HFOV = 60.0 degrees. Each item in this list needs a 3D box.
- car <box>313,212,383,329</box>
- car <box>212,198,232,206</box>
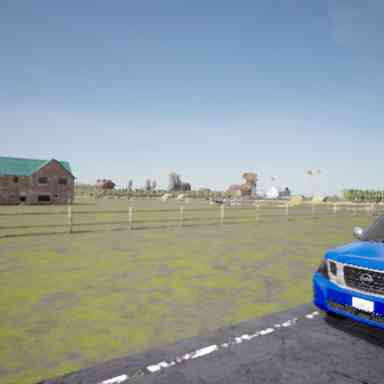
[{"bbox_3d":[4.738,1.321,6.455,5.566,2.045,2.150,1,-1,-36],"label":"car"},{"bbox_3d":[6.009,1.992,67.476,2.128,1.511,4.902,2,-1,-40],"label":"car"}]
